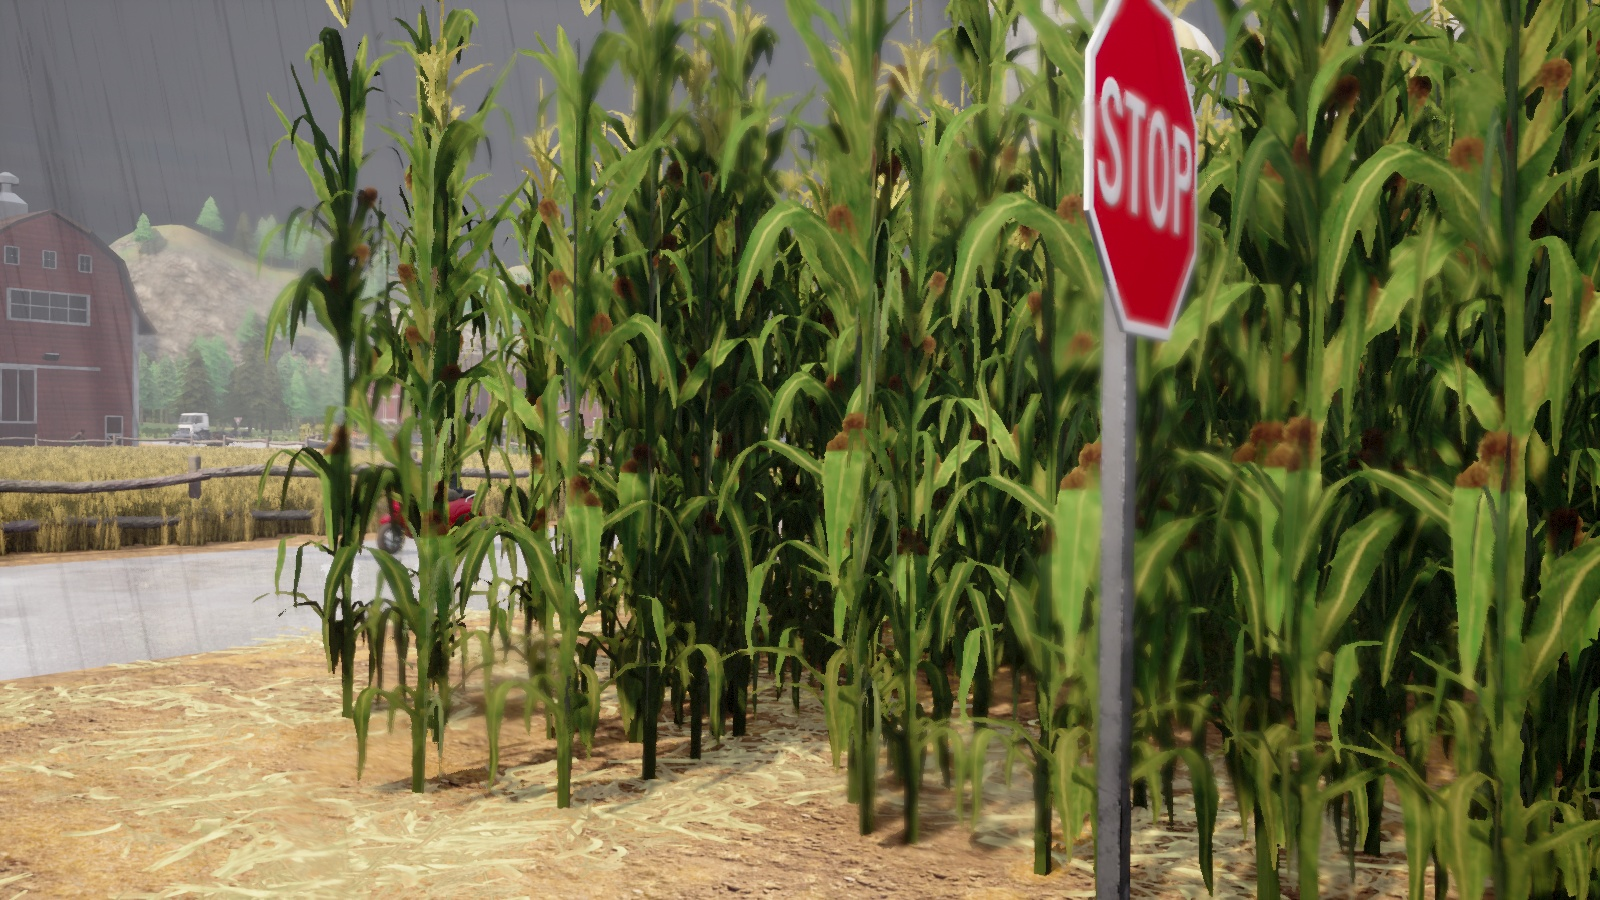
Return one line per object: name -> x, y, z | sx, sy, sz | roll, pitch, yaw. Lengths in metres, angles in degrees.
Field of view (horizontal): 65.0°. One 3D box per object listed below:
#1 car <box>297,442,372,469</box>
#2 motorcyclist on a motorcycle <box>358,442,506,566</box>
car -> -26.771, 0.308, 72.237 | 4.193, 1.474, 1.816 | 0, 1, 32
motorcyclist on a motorcycle -> -5.014, 0.695, 17.219 | 0.866, 1.590, 1.817 | 0, 1, 33
